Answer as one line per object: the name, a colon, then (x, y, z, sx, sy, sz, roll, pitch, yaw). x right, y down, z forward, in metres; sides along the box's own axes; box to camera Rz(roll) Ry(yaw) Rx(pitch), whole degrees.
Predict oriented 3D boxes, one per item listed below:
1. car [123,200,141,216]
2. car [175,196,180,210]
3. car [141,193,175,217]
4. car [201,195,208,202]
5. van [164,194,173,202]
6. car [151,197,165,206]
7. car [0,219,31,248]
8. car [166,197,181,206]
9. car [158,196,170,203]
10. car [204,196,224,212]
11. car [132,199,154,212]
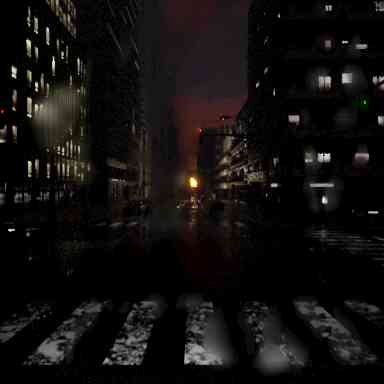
car: (-5.634, 1.513, 32.863, 1.752, 1.417, 4.829, -1, 0, 0)
car: (-3.006, 1.205, 41.920, 2.150, 2.045, 5.566, 0, 0, 0)
car: (-3.037, 1.210, 31.163, 2.150, 2.045, 5.566, 0, 0, 0)
car: (2.831, 1.416, 72.597, 1.967, 1.590, 4.097, -1, 0, 0)
van: (-5.538, 1.316, 78.270, 1.690, 1.788, 3.998, -1, 0, 0)
car: (-5.584, 1.526, 55.651, 1.887, 1.381, 4.507, -1, 0, 0)
car: (-9.284, 1.467, 13.559, 4.902, 1.511, 2.128, 1, 1, -9)
car: (-2.967, 1.528, 54.553, 2.033, 1.411, 5.357, 0, 0, 0)
car: (-5.559, 1.523, 66.960, 1.887, 1.381, 4.507, -1, 0, 0)
car: (2.759, 1.537, 38.669, 2.008, 1.369, 4.403, -1, 0, 0)
car: (-5.621, 1.552, 38.687, 1.947, 1.339, 4.313, -1, 0, 0)
